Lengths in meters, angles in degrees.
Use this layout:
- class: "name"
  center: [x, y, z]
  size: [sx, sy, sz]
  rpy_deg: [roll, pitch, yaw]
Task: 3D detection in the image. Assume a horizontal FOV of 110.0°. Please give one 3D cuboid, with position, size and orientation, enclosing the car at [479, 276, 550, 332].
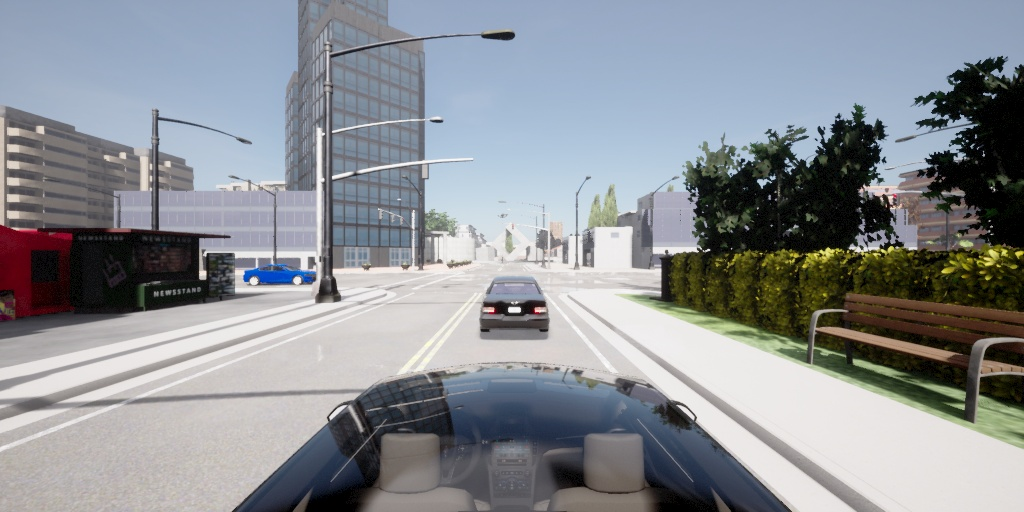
- class: "car"
  center: [0.069, 1.297, 10.829]
  size: [2.033, 1.411, 5.357]
  rpy_deg: [0, 0, 0]

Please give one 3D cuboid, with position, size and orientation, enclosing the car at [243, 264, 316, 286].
- class: "car"
  center: [-16.778, 1.336, 26.238]
  size: [5.008, 1.535, 1.882]
  rpy_deg: [-1, 0, 0]
